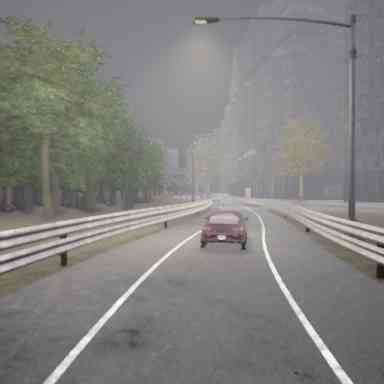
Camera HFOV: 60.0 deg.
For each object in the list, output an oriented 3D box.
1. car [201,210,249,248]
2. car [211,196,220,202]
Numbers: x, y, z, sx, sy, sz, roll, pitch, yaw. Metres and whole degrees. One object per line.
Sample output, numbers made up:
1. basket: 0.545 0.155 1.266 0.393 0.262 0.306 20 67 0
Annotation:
1. car: 1.513 1.533 14.724 1.812 1.442 4.674 0 0 10
2. car: 4.895 1.538 74.509 1.895 1.301 4.718 0 0 -8
